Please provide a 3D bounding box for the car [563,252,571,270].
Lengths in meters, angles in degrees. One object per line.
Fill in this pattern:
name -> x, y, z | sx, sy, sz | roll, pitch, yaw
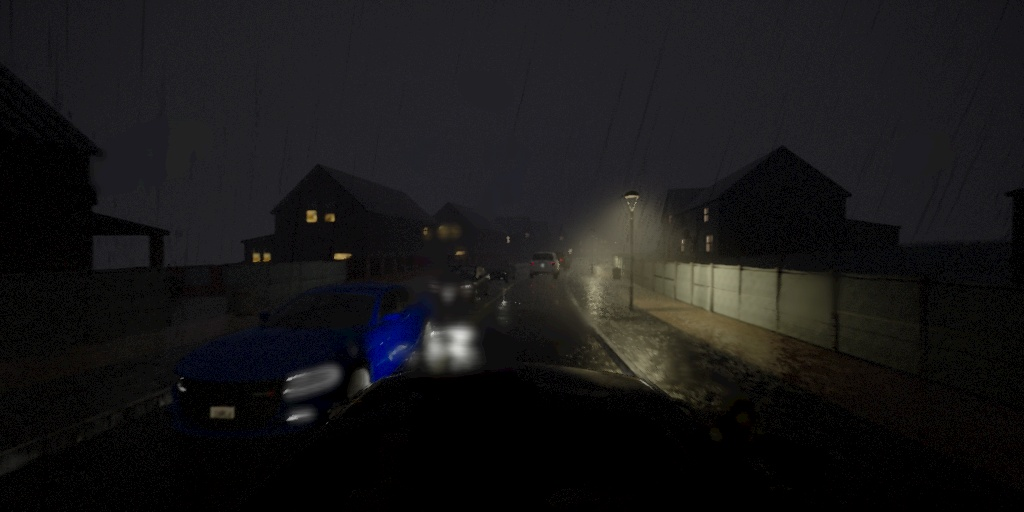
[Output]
car -> 5.342, 0.498, 40.965 | 2.150, 2.045, 5.566 | 0, 1, 15

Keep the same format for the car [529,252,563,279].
car -> 2.717, 0.688, 29.163 | 2.150, 2.045, 5.566 | 0, 1, 10

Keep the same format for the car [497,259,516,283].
car -> -0.886, 0.997, 25.396 | 1.882, 1.535, 5.008 | 0, 1, 9

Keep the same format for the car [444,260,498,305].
car -> -2.091, 1.134, 15.470 | 2.128, 1.511, 4.902 | 0, 1, 5

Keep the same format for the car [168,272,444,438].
car -> -2.664, 1.199, 5.900 | 1.882, 1.535, 5.008 | 0, 0, 2
